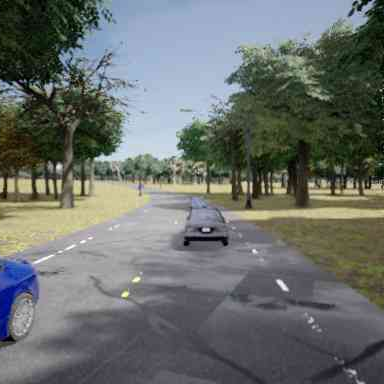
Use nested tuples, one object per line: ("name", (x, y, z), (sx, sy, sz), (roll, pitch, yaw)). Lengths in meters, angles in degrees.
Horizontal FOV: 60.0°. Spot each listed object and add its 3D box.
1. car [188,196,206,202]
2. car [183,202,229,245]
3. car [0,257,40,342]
("car", (0.577, 1.163, 35.928), (2.033, 1.411, 5.357), (0, 1, -2))
("car", (0.592, 1.414, 14.790), (2.033, 1.411, 5.357), (0, 1, 2))
("car", (-3.480, 1.505, 3.728), (1.812, 1.442, 4.674), (0, 0, 3))
